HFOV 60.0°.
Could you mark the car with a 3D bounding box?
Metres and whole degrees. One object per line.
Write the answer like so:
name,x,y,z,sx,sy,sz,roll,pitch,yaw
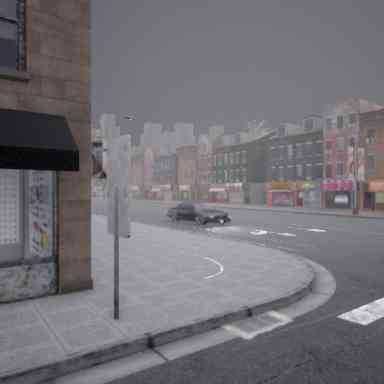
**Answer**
car,0.272,1.393,22.374,2.033,1.411,5.357,0,0,-36
